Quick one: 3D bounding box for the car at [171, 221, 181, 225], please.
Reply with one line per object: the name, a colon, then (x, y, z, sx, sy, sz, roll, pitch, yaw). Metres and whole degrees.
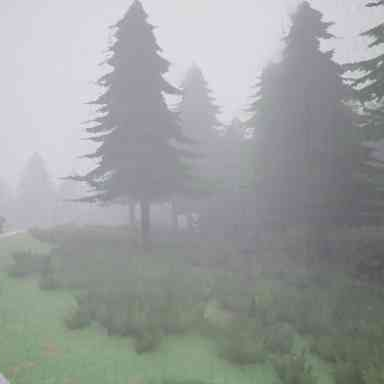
car: (-3.845, 5.005, 49.569, 4.892, 1.490, 1.837, 7, -10, -40)

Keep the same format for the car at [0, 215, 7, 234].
car: (-11.787, 1.564, 18.097, 2.097, 1.767, 4.553, -2, -2, -13)

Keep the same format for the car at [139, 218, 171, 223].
car: (-5.449, 4.164, 43.261, 1.882, 1.535, 5.008, -7, -11, 38)
